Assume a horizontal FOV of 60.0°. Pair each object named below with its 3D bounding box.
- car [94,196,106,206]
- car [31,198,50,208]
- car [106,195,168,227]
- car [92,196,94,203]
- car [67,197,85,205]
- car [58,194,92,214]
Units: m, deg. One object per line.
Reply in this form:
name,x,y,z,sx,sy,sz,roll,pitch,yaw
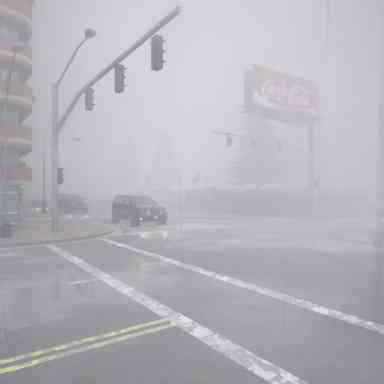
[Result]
car,-14.487,1.505,56.410,1.837,1.490,4.892,0,0,-36
car,-22.495,1.564,49.285,1.994,1.385,4.181,0,0,-35
car,-3.794,1.221,23.036,2.150,2.045,5.566,0,0,-34
car,-19.974,1.478,64.040,1.882,1.535,5.008,0,0,-36
car,-20.557,1.564,58.857,1.994,1.385,4.181,0,0,-36
car,-13.163,1.222,36.244,2.150,2.045,5.566,0,0,-36
